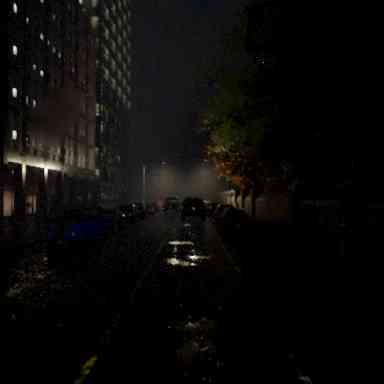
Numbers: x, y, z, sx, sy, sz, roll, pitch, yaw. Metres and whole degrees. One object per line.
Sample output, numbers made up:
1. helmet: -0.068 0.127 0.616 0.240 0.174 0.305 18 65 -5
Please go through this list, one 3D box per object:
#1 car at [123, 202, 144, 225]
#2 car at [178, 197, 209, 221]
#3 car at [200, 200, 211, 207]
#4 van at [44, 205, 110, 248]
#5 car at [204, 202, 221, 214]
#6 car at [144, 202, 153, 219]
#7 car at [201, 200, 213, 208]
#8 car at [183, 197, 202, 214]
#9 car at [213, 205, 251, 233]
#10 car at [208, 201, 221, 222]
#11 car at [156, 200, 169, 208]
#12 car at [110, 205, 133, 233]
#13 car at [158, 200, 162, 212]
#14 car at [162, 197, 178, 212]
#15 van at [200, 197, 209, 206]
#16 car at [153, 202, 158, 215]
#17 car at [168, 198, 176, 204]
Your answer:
1. car: -5.278 1.711 26.474 1.967 1.590 4.097 0 -1 0
2. car: 0.125 1.538 31.106 2.150 2.045 5.566 0 -1 0
3. car: 2.655 2.196 65.273 1.887 1.381 4.507 0 -1 0
4. van: -5.293 1.500 15.386 1.690 1.788 3.998 0 -1 0
5. car: 2.625 1.980 43.093 1.887 1.381 4.507 0 -1 0
6. car: -5.271 1.766 32.019 1.967 1.590 4.097 0 -1 0
7. car: 2.647 2.149 59.727 2.008 1.369 4.403 0 -1 0
8. car: 0.102 1.647 41.987 2.150 2.045 5.566 0 0 1
9. car: 2.595 1.759 20.913 1.887 1.381 4.507 0 -1 0
10. car: 2.602 1.710 26.459 1.967 1.590 4.097 0 -1 0
11. car: -5.233 2.143 59.741 1.887 1.381 4.507 0 -1 0
12. car: -5.286 1.766 20.929 2.008 1.369 4.403 0 -1 0
13. car: -5.256 2.018 43.107 1.802 1.307 4.206 0 -1 0
14. car: -2.784 1.684 45.804 2.150 2.045 5.566 0 -1 0
15. van: 2.663 2.046 70.820 1.690 1.788 3.998 0 -1 0
16. car: -5.264 1.905 37.392 1.752 1.417 4.829 0 -1 0
17. car: -5.195 2.302 87.466 1.967 1.590 4.097 0 -1 0
